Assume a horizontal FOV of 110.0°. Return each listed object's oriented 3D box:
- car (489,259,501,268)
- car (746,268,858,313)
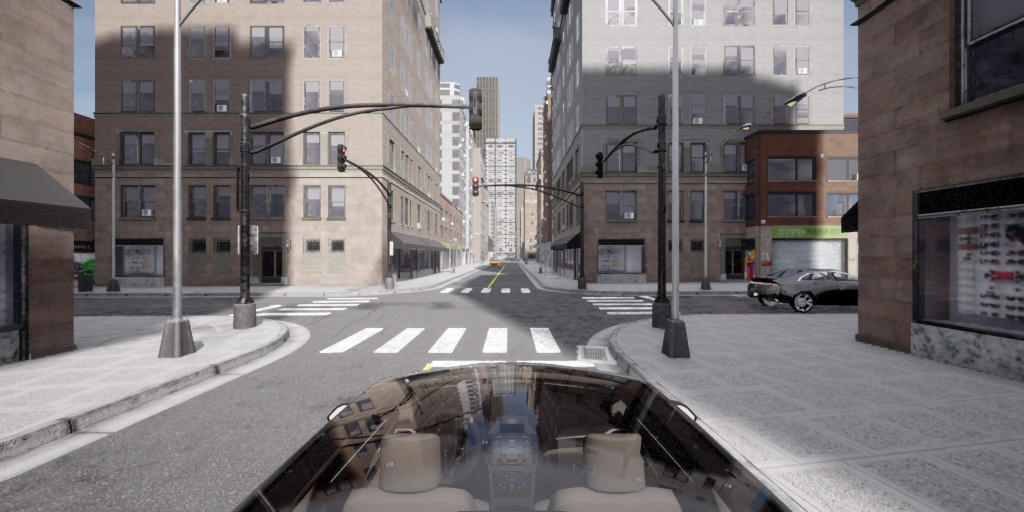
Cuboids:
[{"bbox_3d":[-2.978,1.207,62.939,1.882,1.535,5.008,0,0,0],"label":"car"},{"bbox_3d":[11.431,1.209,13.251,4.902,1.511,2.128,0,0,0],"label":"car"}]
